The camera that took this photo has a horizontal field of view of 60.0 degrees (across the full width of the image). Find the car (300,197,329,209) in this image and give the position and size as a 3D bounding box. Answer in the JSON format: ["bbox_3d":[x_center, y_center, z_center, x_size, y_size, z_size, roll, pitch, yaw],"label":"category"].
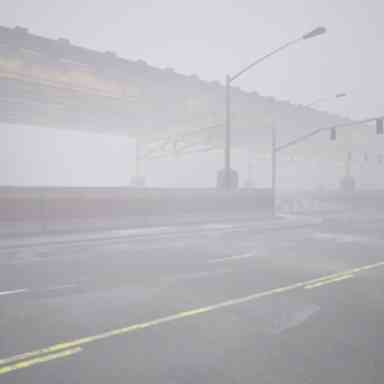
[{"bbox_3d":[15.641,1.287,44.215,4.536,1.218,1.853,0,0,-7],"label":"car"}]

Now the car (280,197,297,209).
[{"bbox_3d":[11.798,1.288,40.511,1.853,1.218,4.536,0,0,18],"label":"car"}]

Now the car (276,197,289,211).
[{"bbox_3d":[8.038,1.447,37.777,4.974,1.542,2.038,0,0,8],"label":"car"}]

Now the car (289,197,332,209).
[{"bbox_3d":[15.693,1.445,44.222,4.974,1.542,2.038,0,0,-7],"label":"car"}]

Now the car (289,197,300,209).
[{"bbox_3d":[11.783,1.446,40.462,2.038,1.542,4.974,0,0,18],"label":"car"}]
